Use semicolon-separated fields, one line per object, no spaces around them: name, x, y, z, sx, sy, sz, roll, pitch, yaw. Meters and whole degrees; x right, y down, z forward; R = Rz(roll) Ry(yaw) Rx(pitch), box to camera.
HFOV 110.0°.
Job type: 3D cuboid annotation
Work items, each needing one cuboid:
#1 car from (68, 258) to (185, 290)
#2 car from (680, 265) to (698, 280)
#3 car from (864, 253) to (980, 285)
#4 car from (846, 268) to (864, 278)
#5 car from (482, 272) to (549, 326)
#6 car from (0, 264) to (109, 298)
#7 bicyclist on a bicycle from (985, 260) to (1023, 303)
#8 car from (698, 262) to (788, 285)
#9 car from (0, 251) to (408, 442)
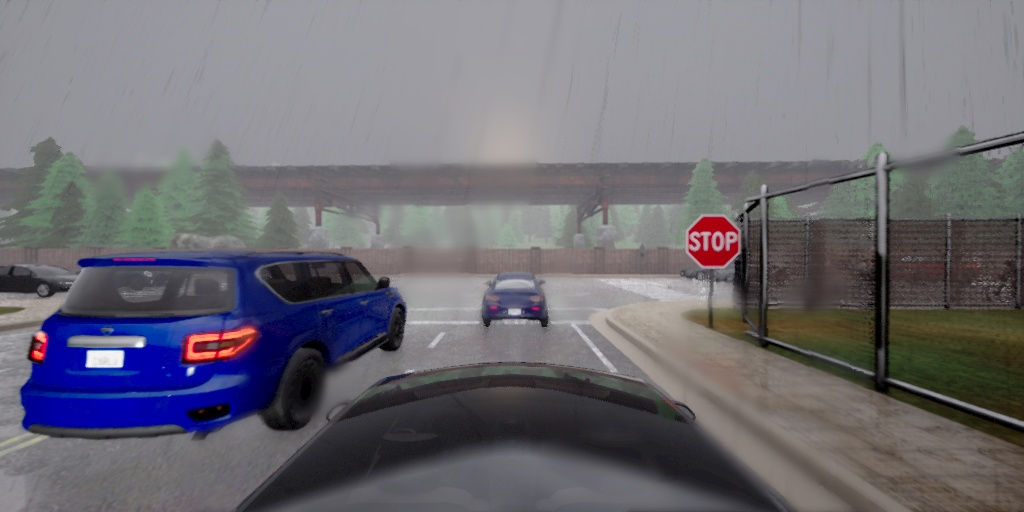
car;-22.239;0.995;20.842;4.553;1.767;2.097;0;0;0
car;15.550;1.112;27.599;4.892;1.490;1.837;0;0;1
car;27.580;0.847;23.988;5.566;2.045;2.150;0;0;0
car;28.682;1.209;27.468;4.718;1.301;1.895;0;0;1
car;0.129;1.222;11.303;1.812;1.442;4.674;0;0;1
car;-22.978;1.167;17.340;4.892;1.490;1.837;0;0;0
bicyclist on a bicycle;18.340;0.988;13.086;0.582;1.620;1.656;0;0;1
car;15.689;1.118;24.098;4.902;1.511;2.128;0;0;1
car;-3.420;0.949;5.709;2.150;2.045;5.566;0;0;0
